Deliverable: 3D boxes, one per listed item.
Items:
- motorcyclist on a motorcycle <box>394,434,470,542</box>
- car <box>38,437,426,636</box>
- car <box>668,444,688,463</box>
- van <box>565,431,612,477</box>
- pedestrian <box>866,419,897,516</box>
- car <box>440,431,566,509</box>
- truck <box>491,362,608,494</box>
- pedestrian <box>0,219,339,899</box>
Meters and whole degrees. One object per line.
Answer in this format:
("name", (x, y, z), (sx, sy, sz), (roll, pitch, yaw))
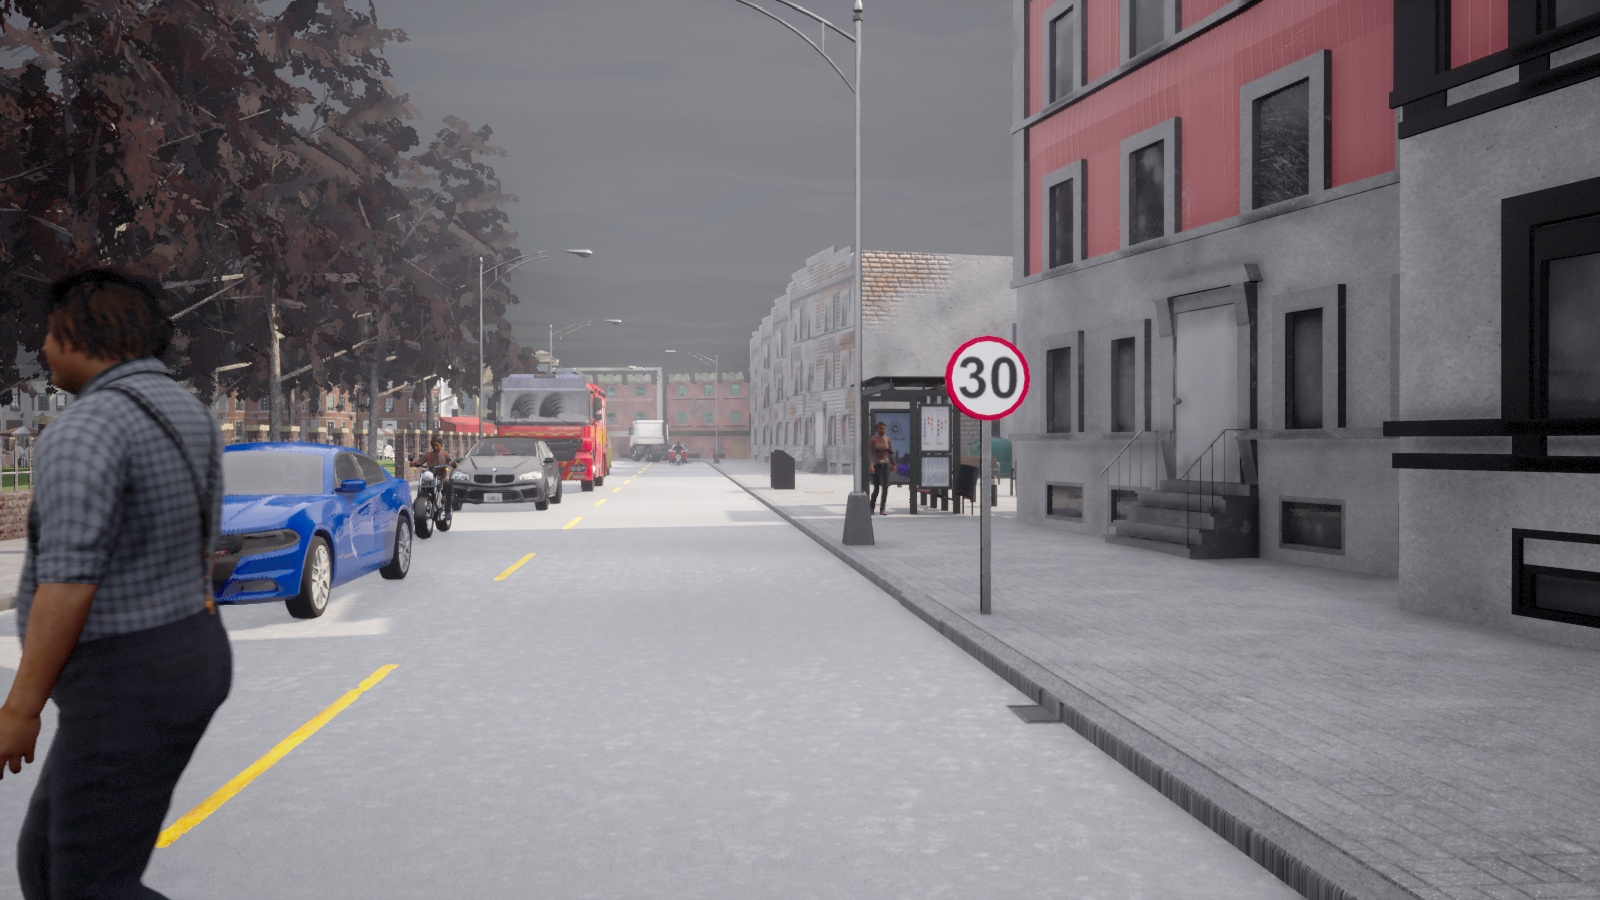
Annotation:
("motorcyclist on a motorcycle", (-5.954, 0.577, 20.439), (0.766, 1.649, 2.350), (0, 0, -6))
("car", (-5.147, 0.651, 12.257), (1.882, 1.535, 5.008), (0, 0, -5))
("car", (-9.072, 0.266, 93.500), (1.481, 1.376, 2.207), (0, 1, -6))
("van", (-9.449, 0.173, 56.434), (1.775, 1.987, 4.442), (0, 0, -6))
("pedestrian", (1.540, 0.323, 23.805), (0.328, 1.805, 0.869), (0, 0, -13))
("car", (-6.807, 0.420, 29.268), (2.242, 1.667, 4.611), (0, 0, -5))
("truck", (-7.919, -0.654, 40.727), (2.891, 3.827, 8.468), (0, 0, -6))
("pedestrian", (-1.423, 0.478, 2.702), (0.694, 1.848, 0.540), (0, 0, -5))
